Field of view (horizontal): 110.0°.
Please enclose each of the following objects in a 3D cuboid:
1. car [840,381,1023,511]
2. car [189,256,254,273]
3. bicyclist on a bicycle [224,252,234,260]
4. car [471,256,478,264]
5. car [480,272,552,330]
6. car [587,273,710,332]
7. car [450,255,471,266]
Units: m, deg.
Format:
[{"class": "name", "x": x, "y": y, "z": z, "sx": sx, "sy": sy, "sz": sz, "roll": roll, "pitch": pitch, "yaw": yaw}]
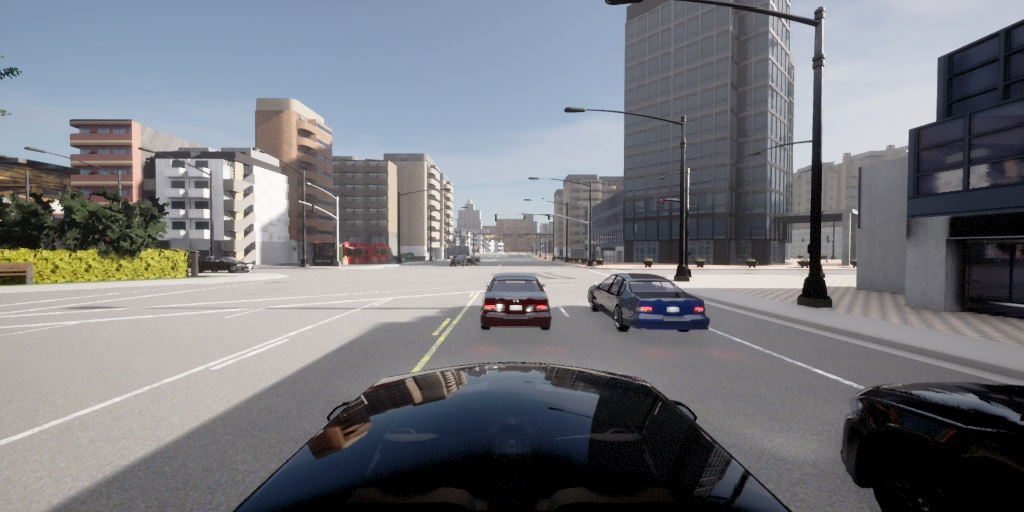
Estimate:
[{"class": "car", "x": 3.605, "y": 1.253, "z": 0.903, "sx": 2.128, "sy": 1.511, "sz": 4.902, "roll": 0, "pitch": 0, "yaw": 0}, {"class": "car", "x": -25.449, "y": 0.747, "z": 31.530, "sx": 4.902, "sy": 1.511, "sz": 2.128, "roll": 0, "pitch": 1, "yaw": 0}, {"class": "bicyclist on a bicycle", "x": -30.805, "y": 0.406, "z": 39.040, "sx": 0.582, "sy": 1.620, "sz": 1.656, "roll": 0, "pitch": 1, "yaw": 0}, {"class": "car", "x": -7.104, "y": 0.631, "z": 58.139, "sx": 1.895, "sy": 1.301, "sz": 4.718, "roll": 0, "pitch": 0, "yaw": 0}, {"class": "car", "x": 0.090, "y": 1.198, "z": 10.728, "sx": 2.033, "sy": 1.411, "sz": 5.357, "roll": 0, "pitch": 1, "yaw": 0}, {"class": "car", "x": 3.607, "y": 1.211, "z": 10.547, "sx": 2.033, "sy": 1.411, "sz": 5.357, "roll": 0, "pitch": 1, "yaw": 0}, {"class": "car", "x": -7.106, "y": 0.604, "z": 48.054, "sx": 1.837, "sy": 1.490, "sz": 4.892, "roll": 0, "pitch": 0, "yaw": 0}]
